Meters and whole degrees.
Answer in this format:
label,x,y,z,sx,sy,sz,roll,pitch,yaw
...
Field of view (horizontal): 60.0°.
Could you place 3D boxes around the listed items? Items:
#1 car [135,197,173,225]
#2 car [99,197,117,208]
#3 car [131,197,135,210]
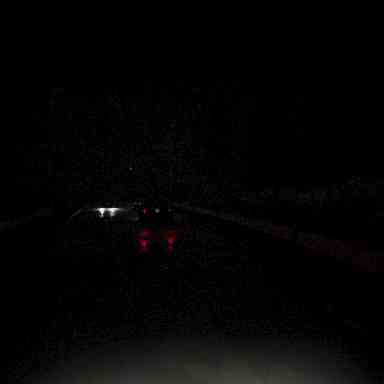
label,x,y,z,sx,sy,sz,roll,pitch,yaw
car,-2.570,1.194,22.792,2.097,1.767,4.553,0,0,-11
car,-10.626,1.289,42.212,1.994,1.385,4.181,0,0,-13
car,-6.167,1.283,38.962,2.033,1.411,5.357,0,0,-13
